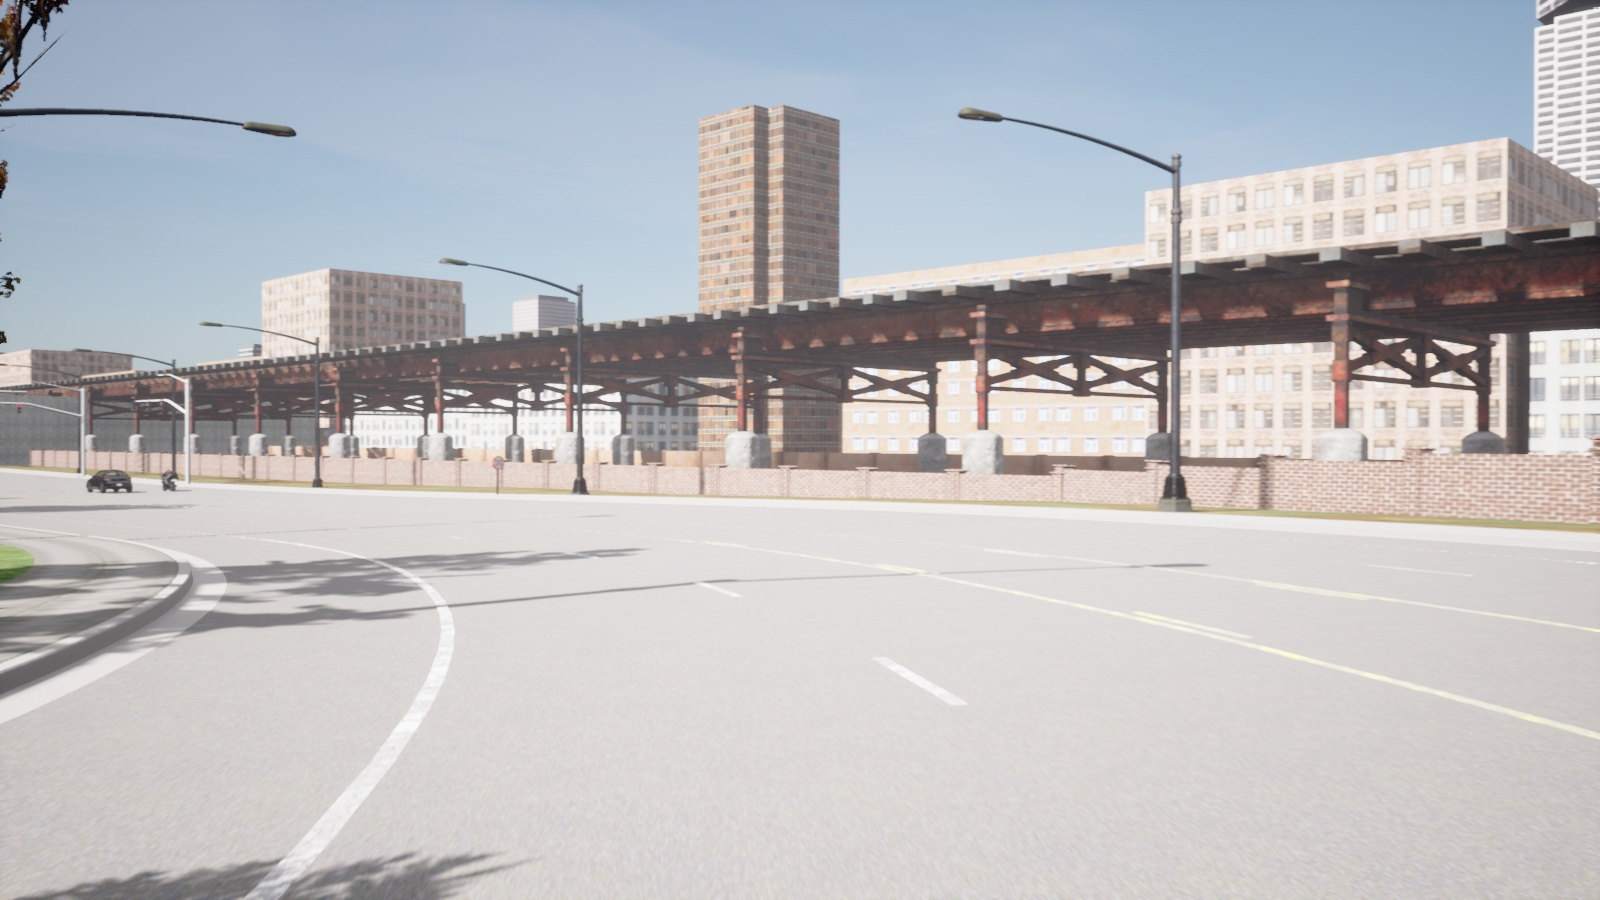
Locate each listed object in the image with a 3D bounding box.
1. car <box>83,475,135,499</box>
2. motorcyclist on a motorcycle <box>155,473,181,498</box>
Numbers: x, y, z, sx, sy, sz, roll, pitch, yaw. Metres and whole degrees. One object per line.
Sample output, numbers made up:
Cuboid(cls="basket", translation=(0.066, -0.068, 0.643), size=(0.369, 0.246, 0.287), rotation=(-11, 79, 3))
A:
Cuboid(cls="car", translation=(-43.766, 2.320, 79.482), size=(1.816, 1.474, 4.193), rotation=(-1, 0, -44))
Cuboid(cls="motorcyclist on a motorcycle", translation=(-41.214, 2.311, 81.876), size=(0.866, 1.530, 2.191), rotation=(-1, 0, -44))
